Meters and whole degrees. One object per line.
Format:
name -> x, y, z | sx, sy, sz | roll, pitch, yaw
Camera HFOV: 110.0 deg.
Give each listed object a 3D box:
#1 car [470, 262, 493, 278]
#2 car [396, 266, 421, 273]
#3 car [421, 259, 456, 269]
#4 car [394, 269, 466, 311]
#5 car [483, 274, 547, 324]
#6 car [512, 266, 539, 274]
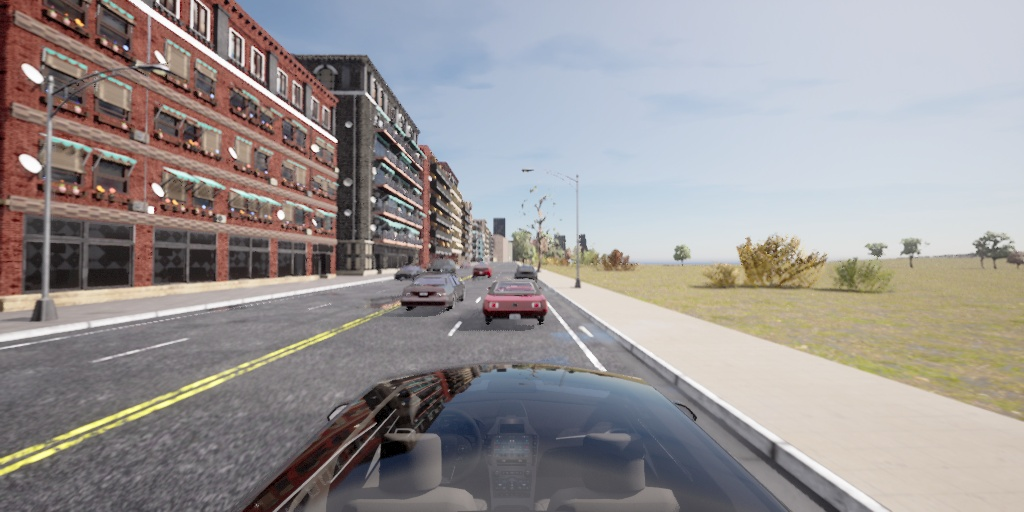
car -> -3.206, 1.629, 39.758 | 1.882, 1.535, 5.008 | 0, 0, 0
car -> -9.899, 1.651, 35.121 | 2.033, 1.411, 5.357 | 0, -1, 0
car -> -6.647, 1.314, 34.177 | 2.150, 2.045, 5.566 | 0, -1, 0
car -> -3.168, 1.441, 15.330 | 2.033, 1.411, 5.357 | 0, -1, 0
car -> 0.086, 1.465, 12.488 | 1.895, 1.301, 4.718 | 0, -1, 0
car -> 1.098, 1.545, 29.077 | 1.837, 1.490, 4.892 | 0, -1, 0
